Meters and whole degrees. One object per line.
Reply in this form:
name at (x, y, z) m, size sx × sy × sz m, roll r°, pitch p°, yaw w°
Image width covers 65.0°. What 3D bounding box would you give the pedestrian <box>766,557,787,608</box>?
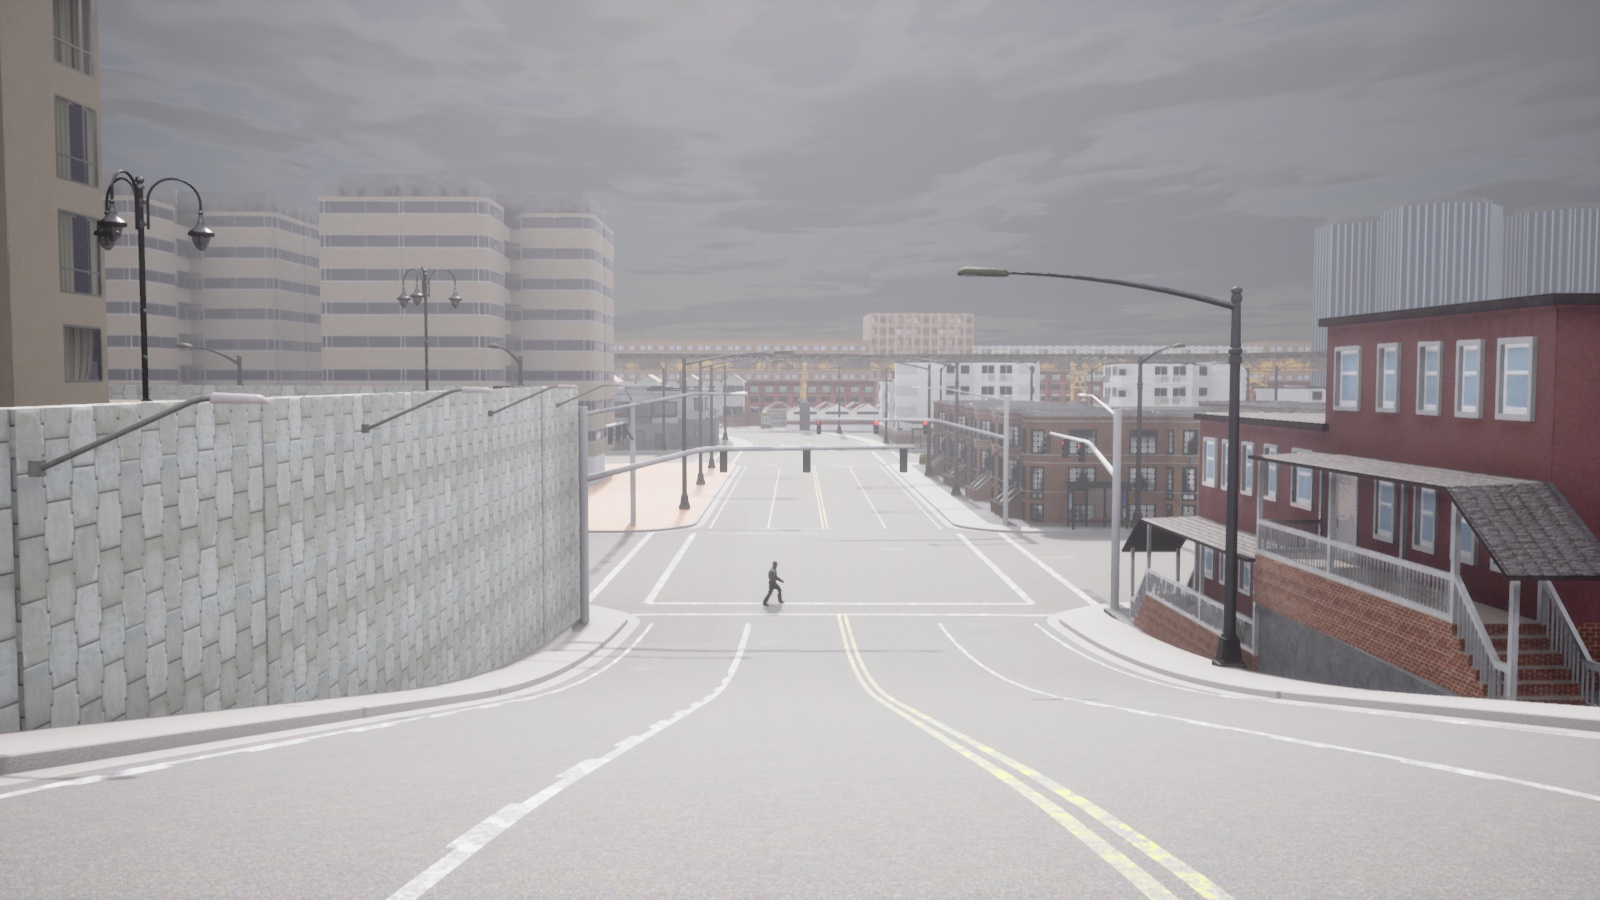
pedestrian at (-0.932, 5.248, 49.728) m, size 0.788 × 1.949 × 0.423 m, roll 0°, pitch 3°, yaw 0°
